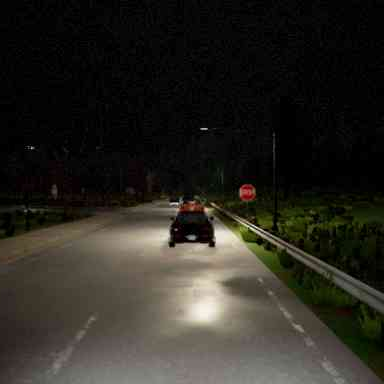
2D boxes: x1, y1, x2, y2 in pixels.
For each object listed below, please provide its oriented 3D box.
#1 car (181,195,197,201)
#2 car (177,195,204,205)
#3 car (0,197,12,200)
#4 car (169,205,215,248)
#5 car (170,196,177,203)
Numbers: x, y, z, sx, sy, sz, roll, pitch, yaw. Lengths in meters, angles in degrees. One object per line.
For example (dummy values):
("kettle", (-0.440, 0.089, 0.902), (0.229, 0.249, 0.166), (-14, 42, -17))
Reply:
("car", (-0.771, 1.336, 78.942), (1.812, 1.442, 4.674), (0, 0, -29))
("car", (0.000, 1.363, 29.620), (2.097, 1.767, 4.553), (0, 0, 0))
("car", (-32.297, 1.517, 57.536), (1.784, 1.438, 3.905), (0, 0, 0))
("car", (0.000, 1.530, 14.650), (1.812, 1.442, 4.674), (0, 0, 0))
("car", (-3.500, 1.600, 67.925), (2.033, 1.411, 5.357), (0, 0, 0))
